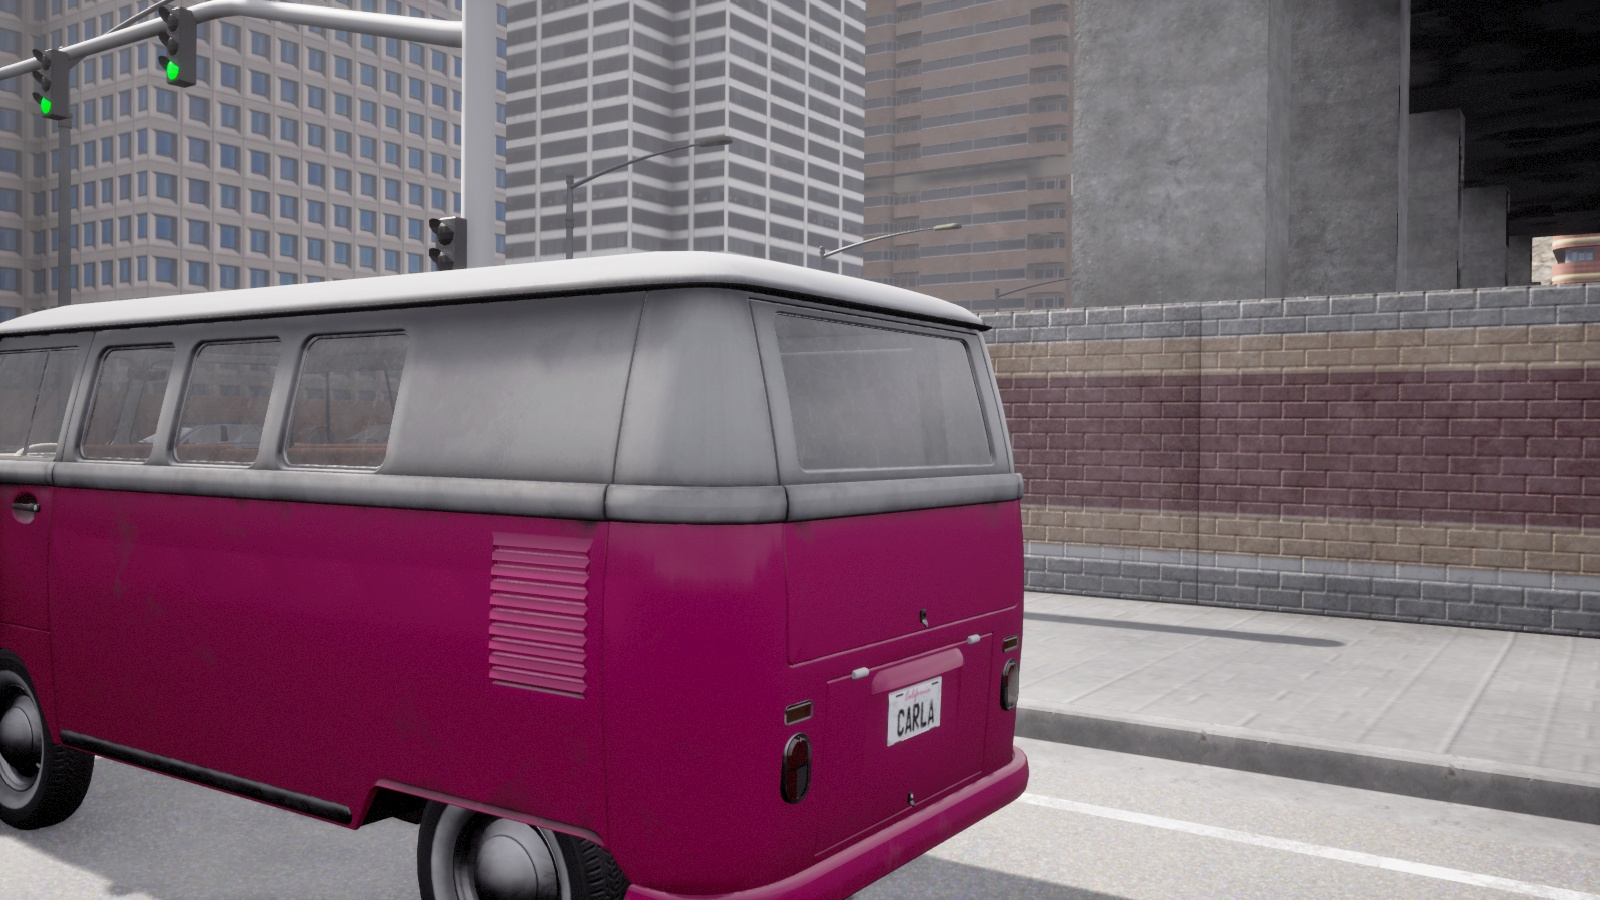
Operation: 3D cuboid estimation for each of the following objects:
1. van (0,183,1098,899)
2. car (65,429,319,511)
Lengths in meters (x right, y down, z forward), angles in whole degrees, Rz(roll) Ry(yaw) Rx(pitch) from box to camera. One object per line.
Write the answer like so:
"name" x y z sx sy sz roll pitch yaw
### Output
"van" -1.387 0.435 4.539 4.442 1.987 1.775 0 1 34
"car" -13.871 0.389 28.951 2.033 1.649 4.856 0 2 34
